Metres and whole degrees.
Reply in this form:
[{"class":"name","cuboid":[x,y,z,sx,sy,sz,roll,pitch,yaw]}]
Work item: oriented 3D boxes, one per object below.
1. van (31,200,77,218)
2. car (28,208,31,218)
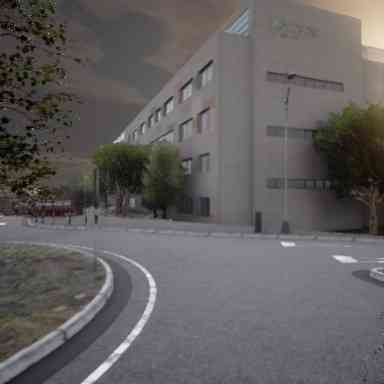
[{"class":"van","cuboid":[-15.046,1.922,36.865,4.442,1.987,1.878,0,-3,-27]},{"class":"car","cuboid":[-16.365,2.330,39.300,4.792,1.488,2.163,0,-4,-27]}]
